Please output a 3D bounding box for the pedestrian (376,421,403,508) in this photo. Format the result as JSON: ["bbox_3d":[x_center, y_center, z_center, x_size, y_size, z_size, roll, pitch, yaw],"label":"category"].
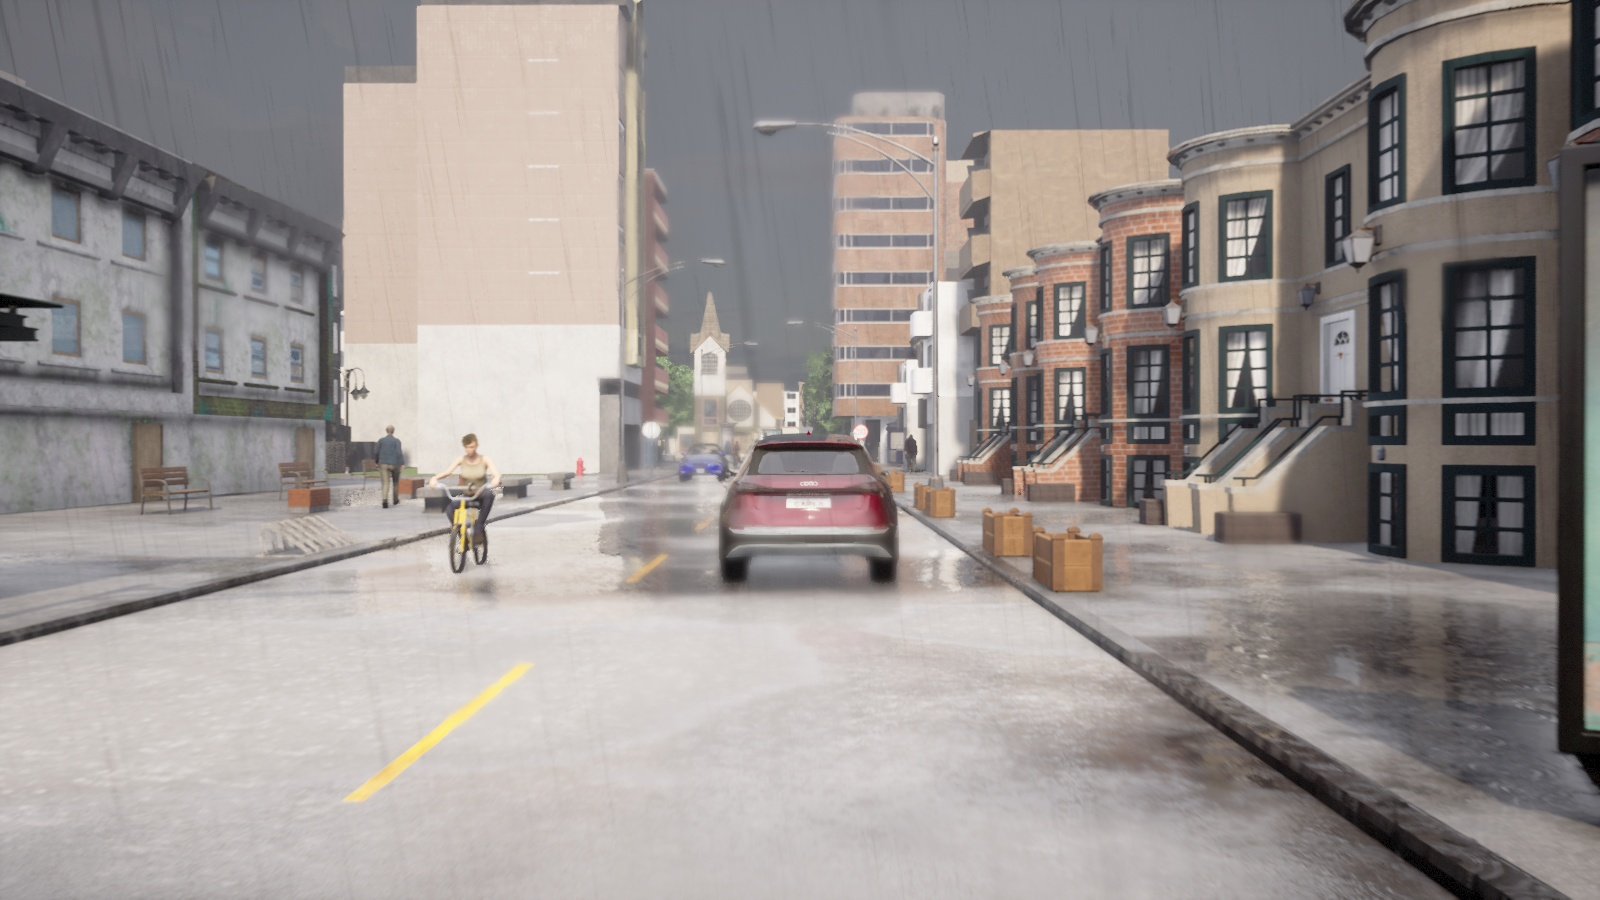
[{"bbox_3d":[-8.798,0.297,26.939,0.402,1.842,0.726,0,0,-5],"label":"pedestrian"}]

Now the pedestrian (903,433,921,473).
[{"bbox_3d":[5.177,0.119,58.036,0.634,1.844,0.899,0,0,-8],"label":"pedestrian"}]

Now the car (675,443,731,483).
[{"bbox_3d":[-3.728,0.482,48.837,1.816,1.474,4.193,0,0,0],"label":"car"}]

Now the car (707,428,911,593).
[{"bbox_3d":[0.102,0.592,14.970,2.033,1.649,4.856,0,0,0],"label":"car"}]

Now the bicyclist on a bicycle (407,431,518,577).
[{"bbox_3d":[-3.896,0.597,14.628,0.866,1.612,1.509,0,0,1],"label":"bicyclist on a bicycle"}]
